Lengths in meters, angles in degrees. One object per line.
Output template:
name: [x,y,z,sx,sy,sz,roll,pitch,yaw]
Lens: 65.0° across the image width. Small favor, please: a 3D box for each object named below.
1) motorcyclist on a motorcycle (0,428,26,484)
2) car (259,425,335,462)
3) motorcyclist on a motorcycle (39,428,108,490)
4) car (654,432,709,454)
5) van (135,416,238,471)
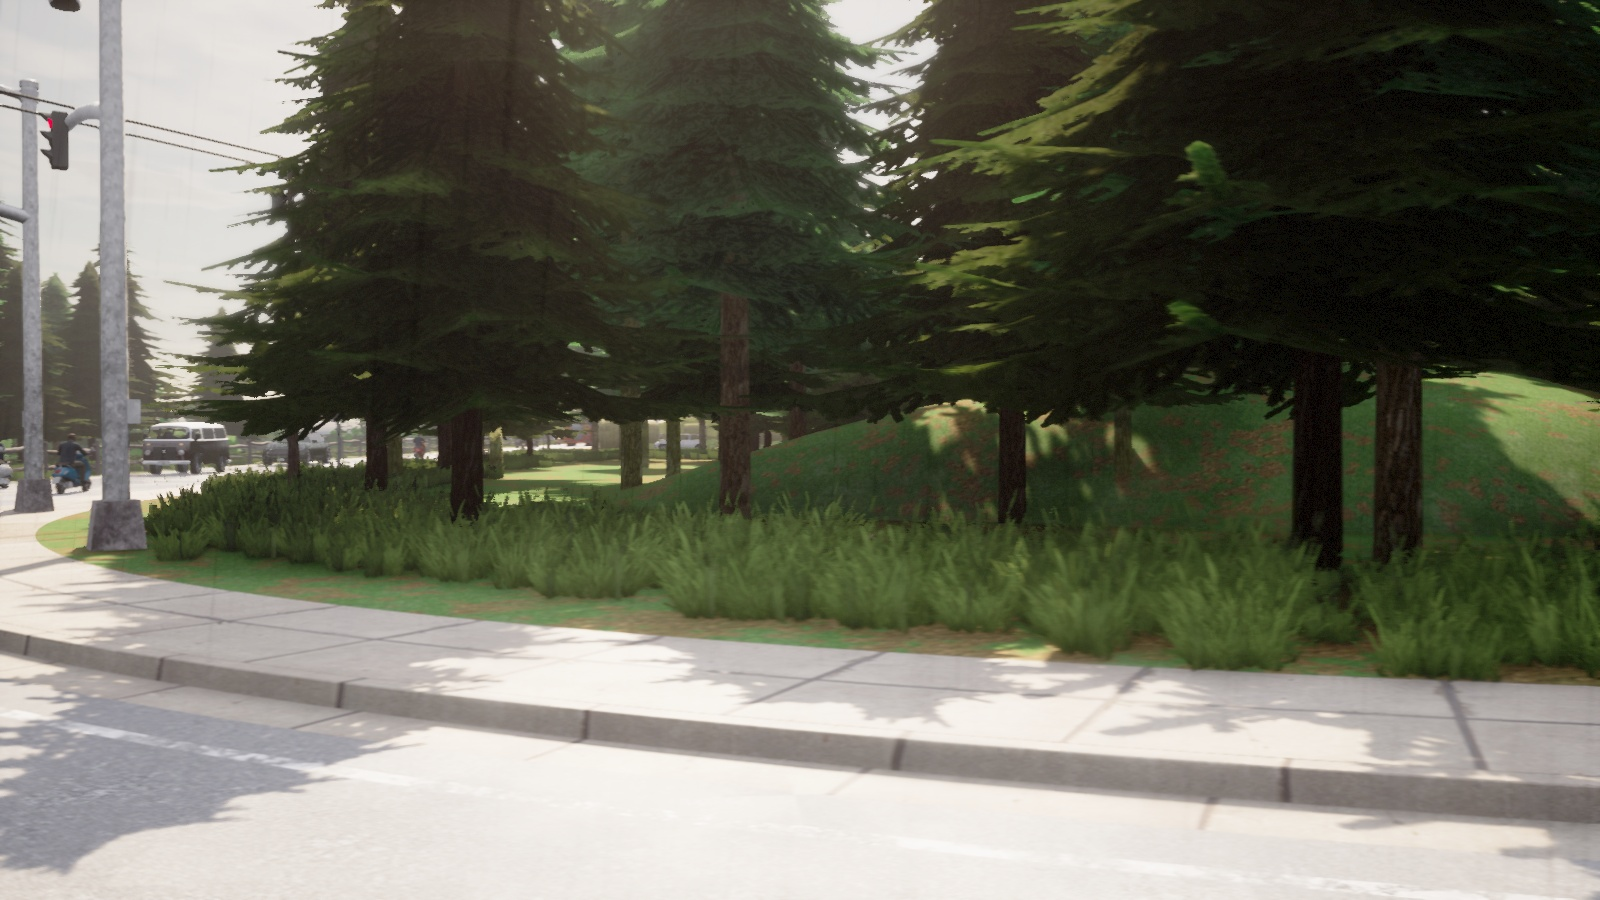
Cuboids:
motorcyclist on a motorcycle: [-22.941,0.164,35.700,0.866,1.590,1.817,0,1,-4]
car: [-24.732,-0.328,61.905,2.097,1.767,4.553,0,1,-3]
motorcyclist on a motorcycle: [-19.263,0.214,33.342,0.866,1.590,1.817,0,1,-4]
car: [-8.356,-0.503,88.364,3.806,1.475,1.970,0,1,-5]
van: [-23.845,-0.264,49.024,2.069,2.038,4.480,0,1,-4]
